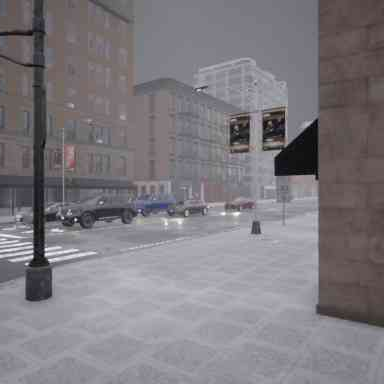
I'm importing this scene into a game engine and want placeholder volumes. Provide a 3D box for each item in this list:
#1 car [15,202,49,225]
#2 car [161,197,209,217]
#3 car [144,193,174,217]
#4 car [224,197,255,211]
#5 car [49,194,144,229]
[{"bbox_3d":[-9.430,1.442,22.733,2.128,1.511,4.902,0,0,35],"label":"car"},{"bbox_3d":[-0.312,1.402,29.983,1.837,1.490,4.892,0,0,35],"label":"car"},{"bbox_3d":[-3.735,1.131,30.771,2.150,2.045,5.566,0,0,35],"label":"car"},{"bbox_3d":[5.532,1.332,38.212,1.882,1.535,5.008,0,0,35],"label":"car"},{"bbox_3d":[-6.045,1.161,21.888,2.150,2.045,5.566,0,0,35],"label":"car"}]
